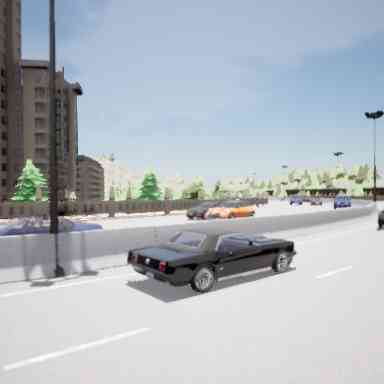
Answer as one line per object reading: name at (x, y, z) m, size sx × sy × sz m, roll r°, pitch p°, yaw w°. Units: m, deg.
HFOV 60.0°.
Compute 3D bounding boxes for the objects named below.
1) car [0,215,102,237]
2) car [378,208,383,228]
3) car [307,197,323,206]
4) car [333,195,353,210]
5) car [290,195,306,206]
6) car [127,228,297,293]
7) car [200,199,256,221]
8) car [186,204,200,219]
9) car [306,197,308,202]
car at (-6.075, 1.606, 12.694) m, size 5.357 × 1.411 × 2.033 m, roll 0°, pitch 0°, yaw -37°
car at (13.447, 1.548, 21.527) m, size 2.128 × 1.511 × 4.902 m, roll 0°, pitch 0°, yaw 41°
car at (23.381, 1.860, 62.356) m, size 2.128 × 1.511 × 4.902 m, roll 0°, pitch 0°, yaw 16°
car at (20.964, 1.442, 46.165) m, size 2.150 × 2.045 × 5.566 m, roll 0°, pitch -1°, yaw 26°
car at (20.833, 1.637, 66.400) m, size 2.150 × 2.045 × 5.566 m, roll 0°, pitch -1°, yaw 13°
car at (0.779, 1.629, 8.993) m, size 4.718 × 1.301 × 1.895 m, roll 0°, pitch 0°, yaw -39°
car at (3.078, 1.458, 25.902) m, size 2.097 × 1.767 × 4.553 m, roll 0°, pitch 0°, yaw 41°
car at (1.525, 1.636, 29.370) m, size 1.837 × 1.490 × 4.892 m, roll 0°, pitch 0°, yaw 41°
car at (29.992, 1.980, 85.567) m, size 1.882 × 1.535 × 5.008 m, roll -1°, pitch -1°, yaw 1°
